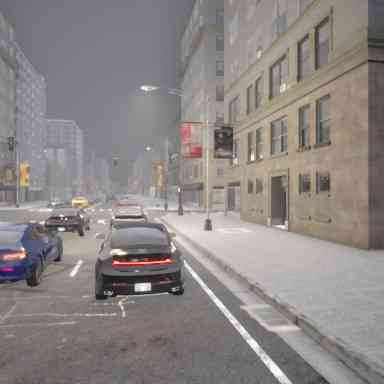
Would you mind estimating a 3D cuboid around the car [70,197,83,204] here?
[{"bbox_3d":[-23.462,1.622,67.589,1.895,1.301,4.718,0,0,-12],"label":"car"}]

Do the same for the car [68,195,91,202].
[{"bbox_3d":[-16.445,1.500,48.964,1.882,1.535,5.008,0,0,-11],"label":"car"}]

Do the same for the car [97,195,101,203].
[{"bbox_3d":[-20.159,1.580,67.655,1.994,1.385,4.181,0,0,-12],"label":"car"}]

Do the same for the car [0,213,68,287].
[{"bbox_3d":[-4.809,1.528,9.061,1.812,1.442,4.674,0,0,-11],"label":"car"}]

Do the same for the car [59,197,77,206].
[{"bbox_3d":[-21.523,1.573,57.750,2.033,1.411,5.357,0,0,-11],"label":"car"}]

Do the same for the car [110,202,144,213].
[{"bbox_3d":[-3.339,1.496,17.623,2.128,1.511,4.902,0,0,-12],"label":"car"}]

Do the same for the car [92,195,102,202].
[{"bbox_3d":[-22.171,1.503,77.536,1.837,1.490,4.892,0,0,-12],"label":"car"}]

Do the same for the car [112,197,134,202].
[{"bbox_3d":[-8.343,1.619,41.904,1.895,1.301,4.718,0,0,-23],"label":"car"}]

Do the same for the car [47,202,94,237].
[{"bbox_3d":[-6.635,1.510,18.025,1.837,1.490,4.892,0,0,-12],"label":"car"}]

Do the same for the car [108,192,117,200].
[{"bbox_3d":[-20.982,1.121,87.986,2.150,2.045,5.566,0,0,-12],"label":"car"}]

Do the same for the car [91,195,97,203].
[{"bbox_3d":[-18.262,1.377,58.048,2.097,1.767,4.553,0,0,-12],"label":"car"}]

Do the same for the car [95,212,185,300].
[{"bbox_3d":[-1.383,1.507,8.505,1.837,1.490,4.892,0,0,-11],"label":"car"}]

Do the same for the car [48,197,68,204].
[{"bbox_3d":[-19.655,1.514,48.184,2.128,1.511,4.902,0,0,-15],"label":"car"}]

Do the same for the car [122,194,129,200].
[{"bbox_3d":[-17.791,1.396,88.605,1.837,1.490,4.892,0,0,-12],"label":"car"}]

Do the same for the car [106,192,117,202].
[{"bbox_3d":[-18.903,1.248,77.776,2.150,2.045,5.566,0,0,-12],"label":"car"}]

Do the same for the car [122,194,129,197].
[{"bbox_3d":[-15.712,1.501,78.395,1.882,1.535,5.008,0,0,-12],"label":"car"}]
